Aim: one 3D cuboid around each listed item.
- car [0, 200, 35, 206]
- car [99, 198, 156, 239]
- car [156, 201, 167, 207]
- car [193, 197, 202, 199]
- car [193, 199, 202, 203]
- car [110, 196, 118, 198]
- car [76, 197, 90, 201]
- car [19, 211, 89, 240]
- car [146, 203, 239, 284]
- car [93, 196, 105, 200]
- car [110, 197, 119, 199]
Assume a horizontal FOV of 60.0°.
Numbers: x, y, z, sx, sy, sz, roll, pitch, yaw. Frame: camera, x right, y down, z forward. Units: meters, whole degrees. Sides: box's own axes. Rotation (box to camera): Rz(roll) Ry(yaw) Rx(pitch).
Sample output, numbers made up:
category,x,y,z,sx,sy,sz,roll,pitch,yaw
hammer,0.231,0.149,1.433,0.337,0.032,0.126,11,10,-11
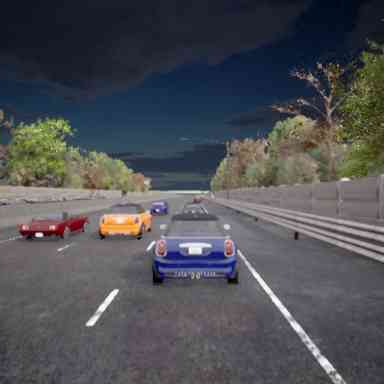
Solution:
category,x,y,z,sx,sy,sz,roll,pitch,yaw
car,-17.575,1.620,34.082,1.837,1.490,4.892,0,0,0
car,-3.394,1.406,17.791,2.097,1.767,4.553,0,0,0
car,-3.380,1.645,35.190,1.812,1.442,4.674,0,0,0
car,1.271,1.767,74.087,1.882,1.535,5.008,0,0,0
car,0.113,1.643,29.250,2.033,1.411,5.357,0,0,0
car,-17.453,1.609,75.353,1.812,1.442,4.674,0,0,0
car,-24.453,1.786,74.712,1.895,1.301,4.718,0,0,0
car,-6.892,1.653,17.276,1.895,1.301,4.718,0,0,0
car,0.086,1.379,9.781,2.097,1.767,4.553,0,0,0
car,-20.953,1.585,75.355,1.837,1.490,4.892,0,0,0
car,-6.882,1.607,34.181,2.128,1.511,4.902,0,0,0
